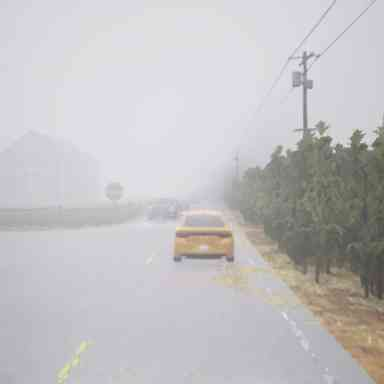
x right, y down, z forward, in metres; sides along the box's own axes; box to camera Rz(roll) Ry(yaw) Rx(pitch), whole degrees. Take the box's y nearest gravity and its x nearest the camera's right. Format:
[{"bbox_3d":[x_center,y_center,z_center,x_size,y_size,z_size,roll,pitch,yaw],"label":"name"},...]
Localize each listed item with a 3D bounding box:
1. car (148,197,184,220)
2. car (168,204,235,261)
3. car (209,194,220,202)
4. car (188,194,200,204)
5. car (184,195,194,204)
[{"bbox_3d":[-2.070,1.203,26.019,2.097,1.767,4.553,0,0,4],"label":"car"},{"bbox_3d":[0.439,1.408,11.974,1.882,1.535,5.008,0,1,2],"label":"car"},{"bbox_3d":[4.258,1.169,62.492,1.812,1.442,4.674,0,0,4],"label":"car"},{"bbox_3d":[0.069,1.056,51.874,2.097,1.767,4.553,0,0,5],"label":"car"},{"bbox_3d":[-1.278,1.359,35.777,1.994,1.385,4.181,0,0,5],"label":"car"}]
